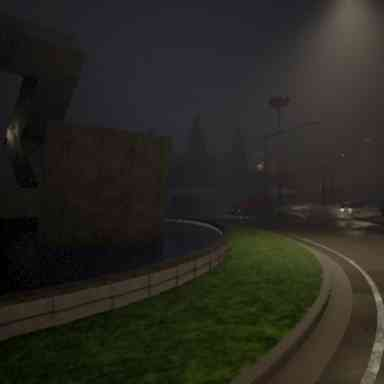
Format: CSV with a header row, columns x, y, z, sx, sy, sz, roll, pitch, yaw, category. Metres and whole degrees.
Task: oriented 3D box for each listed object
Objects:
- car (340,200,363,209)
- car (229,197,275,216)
x,y,z,sx,sy,sz,roll,pitch,yaw,category
25.589,1.922,53.163,5.357,1.411,2.033,0,-1,-44,car
6.865,1.564,37.613,5.566,2.045,2.150,0,0,-28,car
